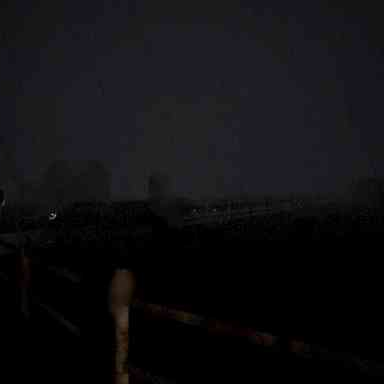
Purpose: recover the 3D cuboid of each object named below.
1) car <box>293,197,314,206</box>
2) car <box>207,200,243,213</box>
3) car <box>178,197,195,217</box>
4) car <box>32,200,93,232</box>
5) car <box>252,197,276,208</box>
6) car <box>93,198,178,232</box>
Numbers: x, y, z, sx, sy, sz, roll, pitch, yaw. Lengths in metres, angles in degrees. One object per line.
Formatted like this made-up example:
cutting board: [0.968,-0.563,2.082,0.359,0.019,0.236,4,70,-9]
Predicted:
car: [16.208,1.353,48.202,1.895,1.301,4.718,0,0,34]
car: [3.469,1.461,34.736,1.895,1.301,4.718,0,0,34]
car: [-1.658,1.251,27.218,2.097,1.767,4.553,0,0,34]
car: [-6.925,1.290,19.644,2.097,1.767,4.553,-1,0,36]
car: [9.318,1.376,43.269,1.994,1.385,4.181,0,0,35]
car: [-3.197,1.260,19.692,2.097,1.767,4.553,0,0,34]
